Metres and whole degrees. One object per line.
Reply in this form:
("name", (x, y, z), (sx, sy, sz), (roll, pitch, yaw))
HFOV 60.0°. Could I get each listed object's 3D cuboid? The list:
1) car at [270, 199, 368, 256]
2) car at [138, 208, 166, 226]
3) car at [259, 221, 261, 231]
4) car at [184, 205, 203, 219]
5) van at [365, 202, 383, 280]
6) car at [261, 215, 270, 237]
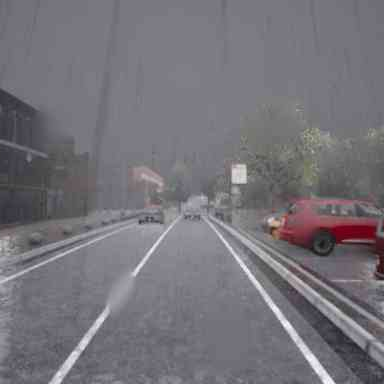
("car", (6.258, 1.324, 13.141), (5.566, 2.045, 2.435), (0, -1, 0))
("car", (-3.345, 2.087, 28.304), (1.994, 1.385, 4.181), (0, -2, 0))
("car", (6.198, 1.545, 19.092), (4.553, 1.767, 2.185), (0, -1, -1))
("car", (0.045, 2.579, 40.118), (1.895, 1.301, 4.718), (0, -2, 0))
("van", (6.389, 1.285, 6.950), (4.442, 1.987, 1.878), (0, 0, 0))
("car", (6.203, 1.621, 16.055), (5.008, 1.535, 2.097), (0, -1, -1))
